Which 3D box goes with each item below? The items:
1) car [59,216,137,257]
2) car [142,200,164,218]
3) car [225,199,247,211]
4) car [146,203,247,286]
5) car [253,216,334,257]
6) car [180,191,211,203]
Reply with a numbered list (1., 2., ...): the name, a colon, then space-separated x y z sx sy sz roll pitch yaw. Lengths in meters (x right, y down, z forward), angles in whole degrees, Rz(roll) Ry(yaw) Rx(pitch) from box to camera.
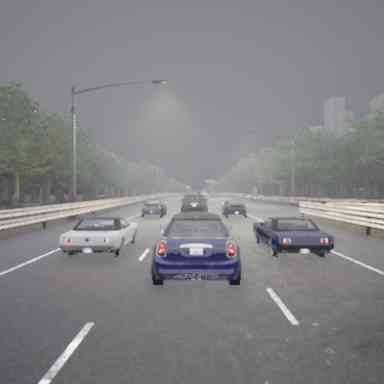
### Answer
1. car: -3.365 1.592 12.967 1.895 1.301 4.718 0 0 0
2. car: -3.303 1.419 29.695 2.128 1.511 4.902 0 0 0
3. car: 3.697 1.433 29.741 1.837 1.490 4.892 0 0 0
4. car: 0.116 1.348 9.544 2.097 1.767 4.553 0 0 1
5. car: 3.636 1.594 12.877 1.895 1.301 4.718 0 0 0
6. car: 0.196 1.156 28.721 2.150 2.045 5.566 0 0 0
